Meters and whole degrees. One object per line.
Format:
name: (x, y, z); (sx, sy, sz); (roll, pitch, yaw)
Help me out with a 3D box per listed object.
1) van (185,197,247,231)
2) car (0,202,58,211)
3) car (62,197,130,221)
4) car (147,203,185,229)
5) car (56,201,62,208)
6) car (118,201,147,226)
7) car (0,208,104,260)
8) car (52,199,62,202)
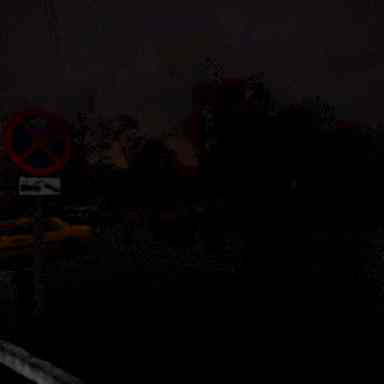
van: (1.778, 1.316, 20.971); (1.878, 1.987, 4.442); (-1, -1, 35)
car: (-8.109, 1.460, 13.106); (2.185, 1.767, 4.553); (-1, -1, 35)
car: (-7.311, 1.479, 27.469); (2.435, 2.045, 5.566); (-2, -1, 35)
car: (-0.332, 1.576, 22.823); (1.946, 1.575, 5.366); (-1, -1, 35)
car: (-9.585, 1.801, 29.079); (2.231, 1.521, 4.892); (-2, -1, 35)
car: (-2.508, 1.617, 24.354); (1.946, 1.575, 5.366); (-1, -1, 35)
car: (-5.845, 1.544, 11.250); (1.946, 1.575, 5.366); (-1, -1, 35)
car: (-11.793, 1.618, 30.589); (2.435, 2.045, 5.566); (-2, -1, 35)
